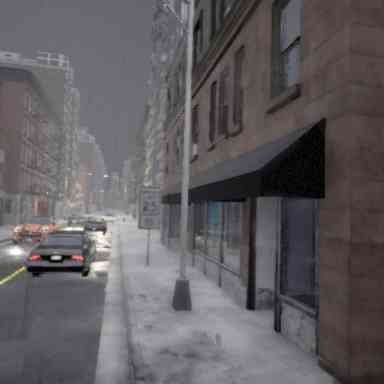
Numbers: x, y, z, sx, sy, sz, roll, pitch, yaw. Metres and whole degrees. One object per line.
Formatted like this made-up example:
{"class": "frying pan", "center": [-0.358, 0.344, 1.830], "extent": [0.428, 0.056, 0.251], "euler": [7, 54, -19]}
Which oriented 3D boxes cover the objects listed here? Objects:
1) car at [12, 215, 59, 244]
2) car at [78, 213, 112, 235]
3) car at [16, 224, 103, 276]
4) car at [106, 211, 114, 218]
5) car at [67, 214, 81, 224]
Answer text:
{"class": "car", "center": [-9.840, 2.297, 21.384], "extent": [2.097, 1.767, 4.553], "euler": [3, -3, -13]}
{"class": "car", "center": [-8.620, 2.977, 29.916], "extent": [2.128, 1.511, 4.902], "euler": [3, -3, -13]}
{"class": "car", "center": [-4.614, 2.136, 12.362], "extent": [2.033, 1.411, 5.357], "euler": [3, -3, -13]}
{"class": "car", "center": [-22.093, 6.129, 88.889], "extent": [1.895, 1.301, 4.718], "euler": [3, -3, -13]}
{"class": "car", "center": [-14.295, 3.476, 41.293], "extent": [2.128, 1.511, 4.902], "euler": [3, -4, -13]}
